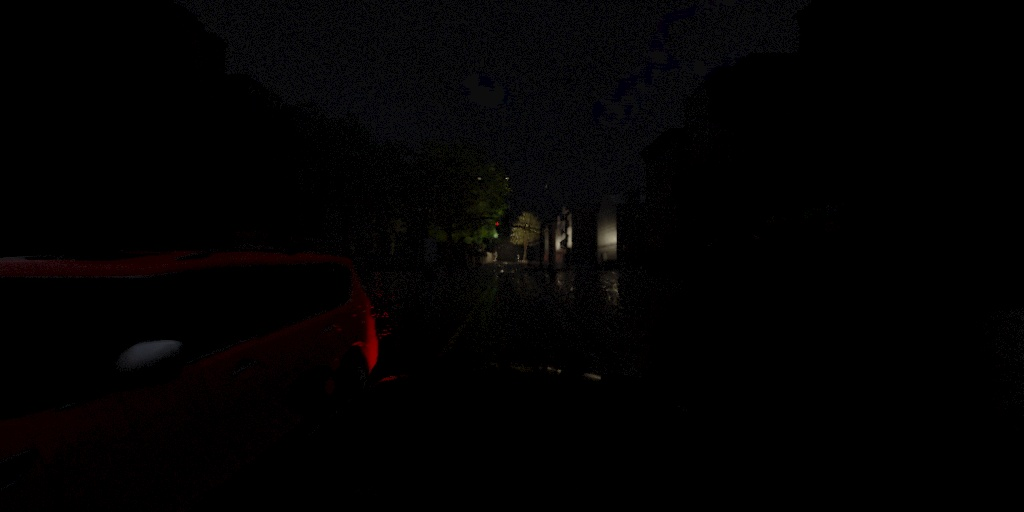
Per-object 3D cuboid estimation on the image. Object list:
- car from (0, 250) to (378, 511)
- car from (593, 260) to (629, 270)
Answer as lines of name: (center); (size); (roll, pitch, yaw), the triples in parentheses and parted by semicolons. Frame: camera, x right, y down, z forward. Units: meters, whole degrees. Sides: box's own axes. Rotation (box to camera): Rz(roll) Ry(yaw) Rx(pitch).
car: (-2.850, 0.968, 2.553); (2.150, 2.045, 5.566); (0, 0, 0)
car: (12.383, 1.116, 44.805); (4.313, 1.339, 1.948); (0, 0, 0)
